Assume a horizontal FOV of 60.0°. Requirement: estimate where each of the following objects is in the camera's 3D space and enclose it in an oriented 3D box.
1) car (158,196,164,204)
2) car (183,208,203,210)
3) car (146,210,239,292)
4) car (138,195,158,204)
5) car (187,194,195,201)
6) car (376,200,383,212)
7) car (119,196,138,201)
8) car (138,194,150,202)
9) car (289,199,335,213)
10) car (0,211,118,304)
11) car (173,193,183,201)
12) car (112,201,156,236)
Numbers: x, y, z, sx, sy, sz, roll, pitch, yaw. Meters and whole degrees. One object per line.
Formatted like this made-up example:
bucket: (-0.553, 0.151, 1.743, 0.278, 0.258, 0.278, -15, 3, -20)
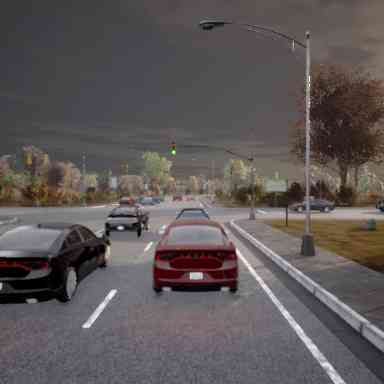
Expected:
car: (-7.253, 1.580, 64.928, 2.033, 1.411, 5.357, 0, 0, 0)
car: (0.042, 1.574, 18.354, 1.994, 1.385, 4.181, 0, 0, 0)
car: (0.073, 1.482, 8.991, 1.882, 1.535, 5.008, 0, 0, 0)
car: (-7.271, 1.554, 55.336, 1.812, 1.442, 4.674, 0, 0, 0)
car: (-0.279, 1.392, 85.701, 2.097, 1.767, 4.553, 0, 0, 0)
car: (23.258, 1.230, 36.396, 5.566, 2.045, 2.150, 0, 0, 3)
car: (-10.764, 1.506, 54.944, 1.882, 1.535, 5.008, 0, 0, 0)
car: (-10.746, 1.393, 74.433, 2.097, 1.767, 4.553, 0, 0, 0)
car: (13.260, 1.523, 36.905, 4.892, 1.490, 1.837, 0, 0, 3)
car: (-3.424, 1.482, 8.265, 1.882, 1.535, 5.008, 0, 0, 0)
car: (-3.778, 1.261, 85.333, 2.150, 2.045, 5.566, 0, 0, 0)
car: (-3.455, 1.502, 18.377, 2.128, 1.511, 4.902, 0, 0, -1)
